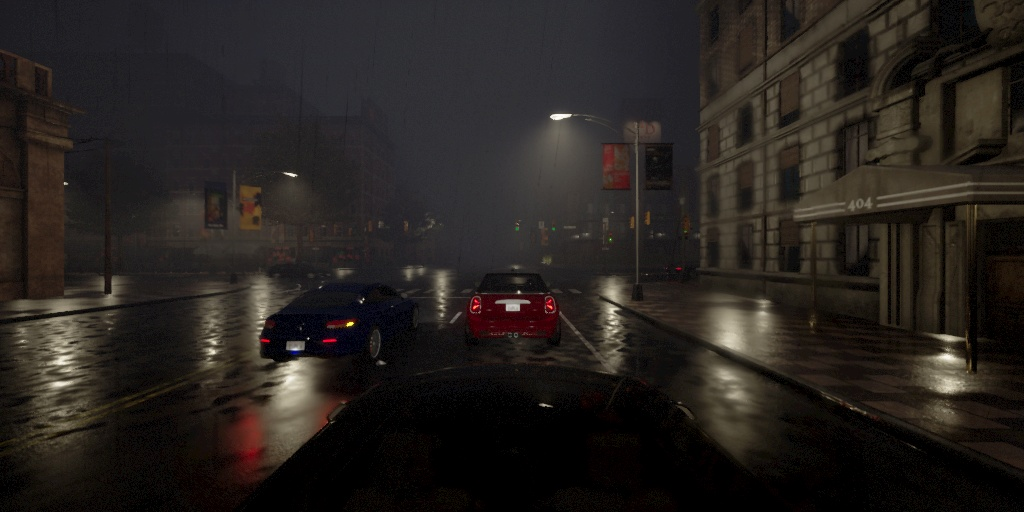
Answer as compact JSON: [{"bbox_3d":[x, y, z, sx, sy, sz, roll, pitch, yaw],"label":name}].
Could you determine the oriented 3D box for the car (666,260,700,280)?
[{"bbox_3d":[16.324,1.297,30.616,4.902,1.511,2.128,1,0,0],"label":"car"}]

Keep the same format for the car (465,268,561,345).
[{"bbox_3d":[0.018,1.102,9.648,2.097,1.767,4.553,0,0,0],"label":"car"}]

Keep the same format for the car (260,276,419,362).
[{"bbox_3d":[-3.476,1.276,8.062,1.812,1.442,4.674,0,0,0],"label":"car"}]

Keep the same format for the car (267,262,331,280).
[{"bbox_3d":[-18.070,1.323,30.546,4.892,1.490,1.837,1,0,0],"label":"car"}]

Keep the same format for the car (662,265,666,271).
[{"bbox_3d":[20.305,1.255,42.220,4.892,1.490,1.837,0,0,0],"label":"car"}]
